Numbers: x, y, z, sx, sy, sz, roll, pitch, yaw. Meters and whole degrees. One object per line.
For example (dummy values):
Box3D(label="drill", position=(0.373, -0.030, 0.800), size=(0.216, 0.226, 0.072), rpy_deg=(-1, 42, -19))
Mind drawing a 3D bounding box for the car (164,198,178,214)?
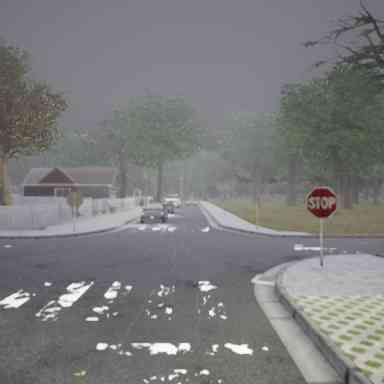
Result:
Box3D(label="car", position=(-2.955, 1.664, 36.437), size=(1.994, 1.385, 4.181), rpy_deg=(0, 0, 0))

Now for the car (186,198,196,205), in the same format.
Box3D(label="car", position=(-0.202, 1.848, 68.427), size=(1.994, 1.385, 4.181), rpy_deg=(0, 0, 0))

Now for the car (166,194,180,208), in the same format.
Box3D(label="car", position=(-2.969, 1.395, 50.210), size=(2.150, 2.045, 5.566), rpy_deg=(0, 0, 2))

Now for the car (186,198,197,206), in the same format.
Box3D(label="car", position=(-0.119, 1.824, 58.361), size=(1.895, 1.301, 4.718), rpy_deg=(0, 0, 0))

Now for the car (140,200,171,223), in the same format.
Box3D(label="car", position=(-2.910, 1.583, 26.279), size=(1.812, 1.442, 4.674), rpy_deg=(0, 0, -1))
